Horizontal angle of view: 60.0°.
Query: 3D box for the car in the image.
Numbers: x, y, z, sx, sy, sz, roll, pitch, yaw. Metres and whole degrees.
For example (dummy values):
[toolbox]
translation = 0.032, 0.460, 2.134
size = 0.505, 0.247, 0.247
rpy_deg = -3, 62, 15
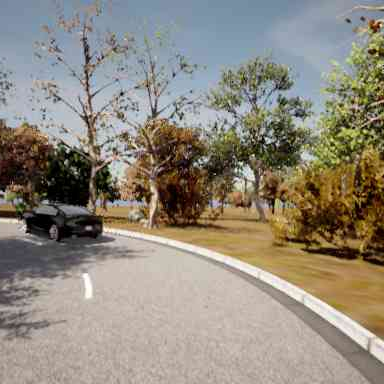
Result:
[car]
translation = -6.097, 1.252, 15.226
size = 5.008, 1.535, 1.882
rpy_deg = 3, 0, 41
